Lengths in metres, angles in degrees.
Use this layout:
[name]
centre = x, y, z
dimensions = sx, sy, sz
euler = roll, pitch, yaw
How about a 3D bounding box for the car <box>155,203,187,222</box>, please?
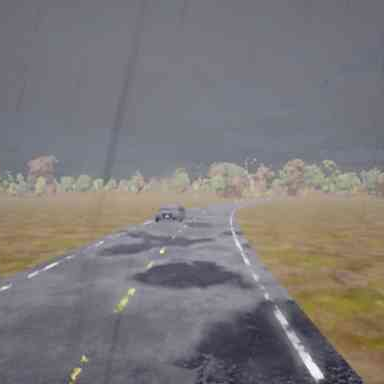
[car]
centre = -1.556, 1.548, 25.718
dimensions = 1.994, 1.385, 4.181
euler = 0, 0, 7
